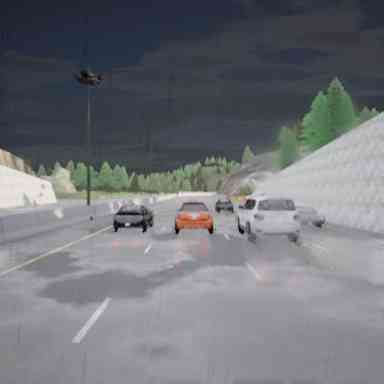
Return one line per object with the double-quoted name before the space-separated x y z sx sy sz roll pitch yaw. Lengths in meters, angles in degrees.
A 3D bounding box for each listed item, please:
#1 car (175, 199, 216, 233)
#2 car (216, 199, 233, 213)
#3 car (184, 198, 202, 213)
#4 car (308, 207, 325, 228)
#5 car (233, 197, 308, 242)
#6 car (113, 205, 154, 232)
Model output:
"car" 0.106 1.363 19.761 2.097 1.767 4.553 0 0 0
"car" 3.613 1.514 38.054 2.128 1.511 4.902 0 0 0
"car" 0.112 1.500 38.538 1.882 1.535 5.008 0 0 0
"car" 7.107 1.614 22.267 1.895 1.301 4.718 0 0 0
"car" 3.606 1.231 16.459 2.150 2.045 5.566 0 0 0
"car" -3.395 1.503 19.941 2.128 1.511 4.902 0 0 0
